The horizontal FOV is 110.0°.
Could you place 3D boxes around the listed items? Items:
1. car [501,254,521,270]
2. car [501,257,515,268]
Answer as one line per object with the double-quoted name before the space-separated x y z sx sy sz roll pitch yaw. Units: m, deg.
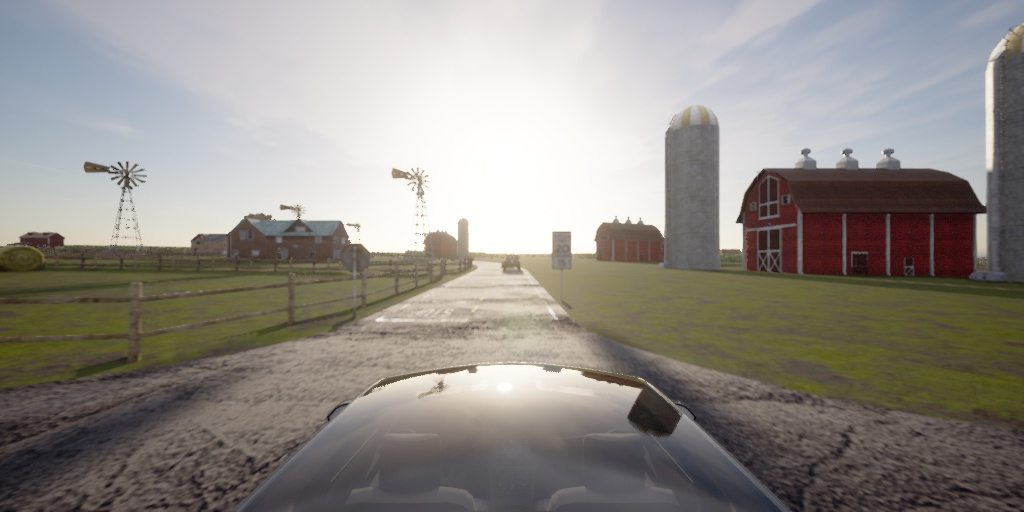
"car" -0.041 0.767 46.128 2.150 2.045 5.566 0 0 -2
"car" -0.678 0.963 56.635 1.882 1.535 5.008 0 0 -6
